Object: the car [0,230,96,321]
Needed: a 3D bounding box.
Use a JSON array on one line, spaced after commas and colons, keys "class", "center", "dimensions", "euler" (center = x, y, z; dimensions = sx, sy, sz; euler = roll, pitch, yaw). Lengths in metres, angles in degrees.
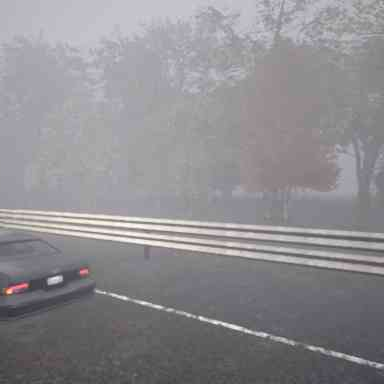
[{"class": "car", "center": [-4.362, 1.538, 7.081], "dimensions": [5.357, 1.411, 2.033], "euler": [0, 0, 35]}]
